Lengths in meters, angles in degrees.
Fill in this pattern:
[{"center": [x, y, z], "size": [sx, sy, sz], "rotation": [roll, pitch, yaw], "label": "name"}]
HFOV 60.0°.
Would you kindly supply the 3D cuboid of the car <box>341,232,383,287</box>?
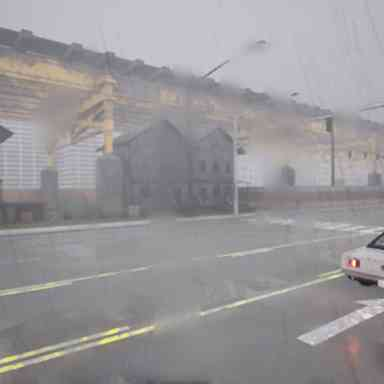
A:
[{"center": [5.613, 1.493, 7.774], "size": [4.718, 1.301, 1.895], "rotation": [-1, 0, -35], "label": "car"}]
